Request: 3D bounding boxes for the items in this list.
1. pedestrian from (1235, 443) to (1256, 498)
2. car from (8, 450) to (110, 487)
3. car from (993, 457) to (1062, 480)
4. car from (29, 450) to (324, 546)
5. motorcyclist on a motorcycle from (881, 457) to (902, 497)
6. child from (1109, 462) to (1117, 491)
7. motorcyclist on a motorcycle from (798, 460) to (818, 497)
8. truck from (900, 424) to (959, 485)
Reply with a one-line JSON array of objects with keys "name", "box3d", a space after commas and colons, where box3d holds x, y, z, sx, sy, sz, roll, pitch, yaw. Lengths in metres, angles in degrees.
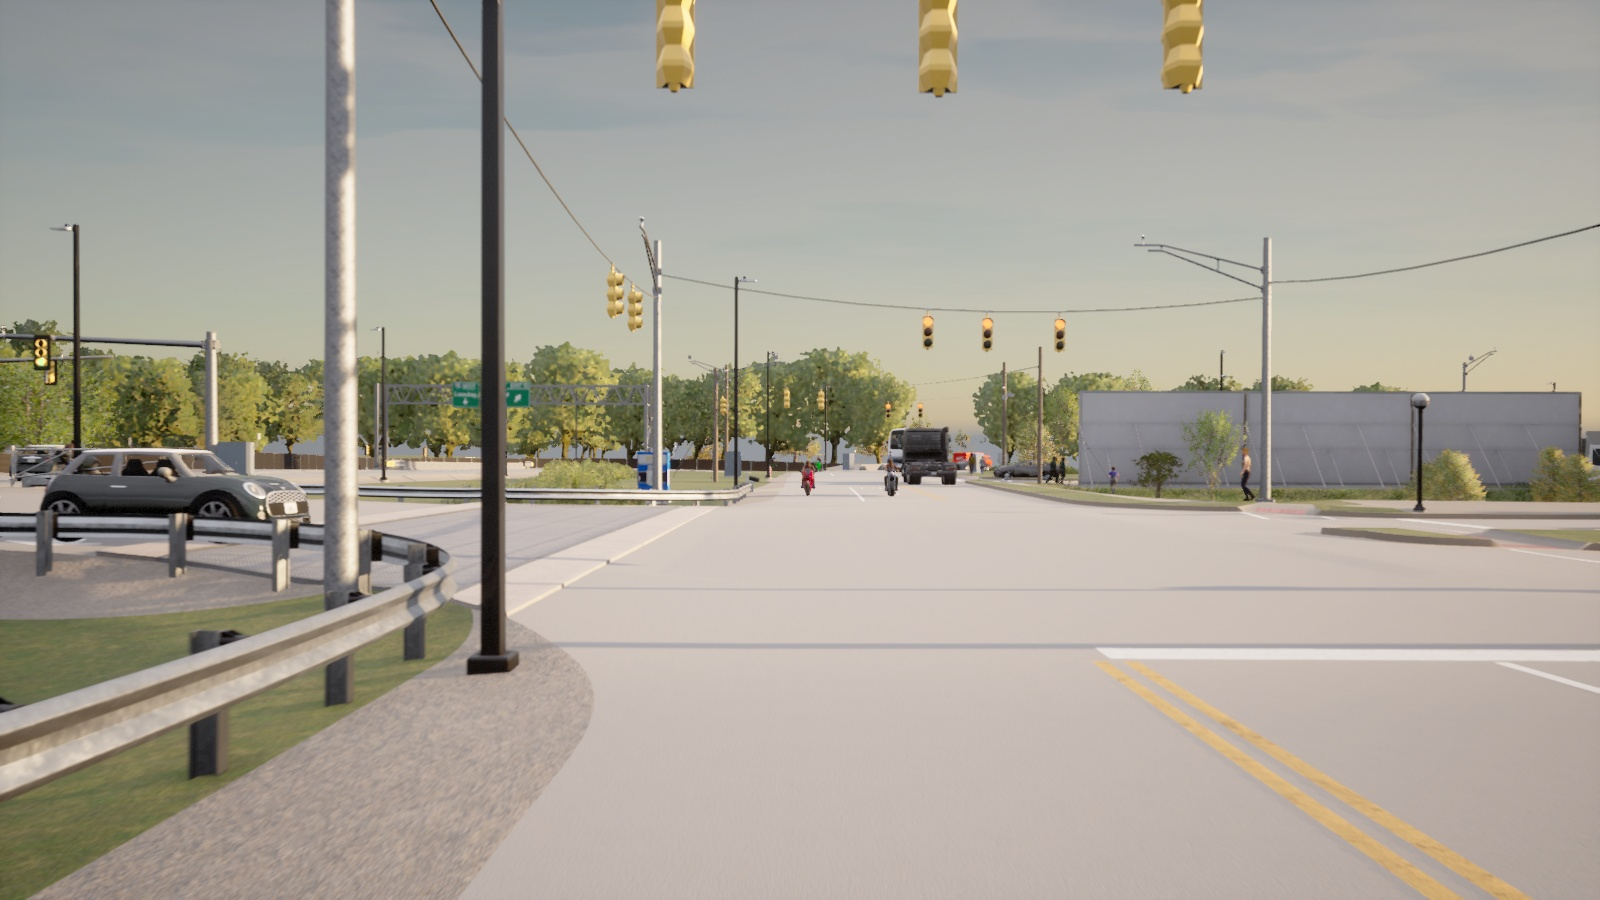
[{"name": "pedestrian", "box3d": [15.103, 0.691, 42.613, 0.594, 1.836, 0.345, 0, 1, 37]}, {"name": "car", "box3d": [-30.751, 0.754, 52.227, 1.970, 1.475, 3.806, 0, -1, 1]}, {"name": "car", "box3d": [16.492, 1.318, 91.156, 4.902, 1.511, 2.128, 1, 1, 10]}, {"name": "car", "box3d": [-10.022, 0.758, 20.374, 3.806, 1.475, 1.970, 0, -1, 5]}, {"name": "motorcyclist on a motorcycle", "box3d": [3.845, 1.130, 52.958, 0.766, 1.649, 2.350, 0, 0, 1]}, {"name": "child", "box3d": [13.417, 1.133, 53.872, 0.270, 1.263, 0.437, 0, 1, 4]}, {"name": "motorcyclist on a motorcycle", "box3d": [0.341, 1.178, 52.714, 0.797, 1.523, 2.044, 0, 0, 1]}, {"name": "truck", "box3d": [7.710, 0.239, 75.426, 2.891, 3.462, 7.936, 0, 0, 1]}]
